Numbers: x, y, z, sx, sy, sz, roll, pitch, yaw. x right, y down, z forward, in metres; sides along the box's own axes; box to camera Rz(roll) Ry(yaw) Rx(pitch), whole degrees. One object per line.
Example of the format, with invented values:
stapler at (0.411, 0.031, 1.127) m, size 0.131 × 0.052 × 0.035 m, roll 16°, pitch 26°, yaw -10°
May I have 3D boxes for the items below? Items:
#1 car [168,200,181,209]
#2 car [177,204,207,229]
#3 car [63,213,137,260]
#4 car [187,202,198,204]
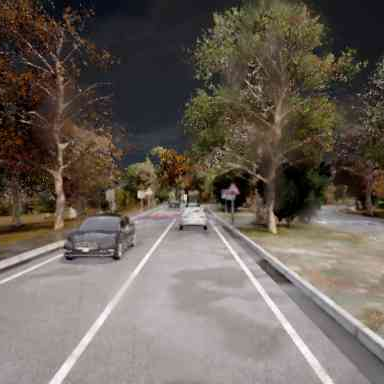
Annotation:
car at (-3.041, 2.120, 57.800) m, size 1.837 × 1.490 × 4.892 m, roll 0°, pitch 0°, yaw 2°
car at (0.091, 1.806, 23.837) m, size 1.812 × 1.442 × 4.674 m, roll 0°, pitch -1°, yaw 0°
car at (-3.356, 1.624, 12.928) m, size 1.837 × 1.490 × 4.892 m, roll 0°, pitch -1°, yaw 0°
car at (0.095, 2.002, 42.115) m, size 1.882 × 1.535 × 5.008 m, roll 0°, pitch 0°, yaw 0°
